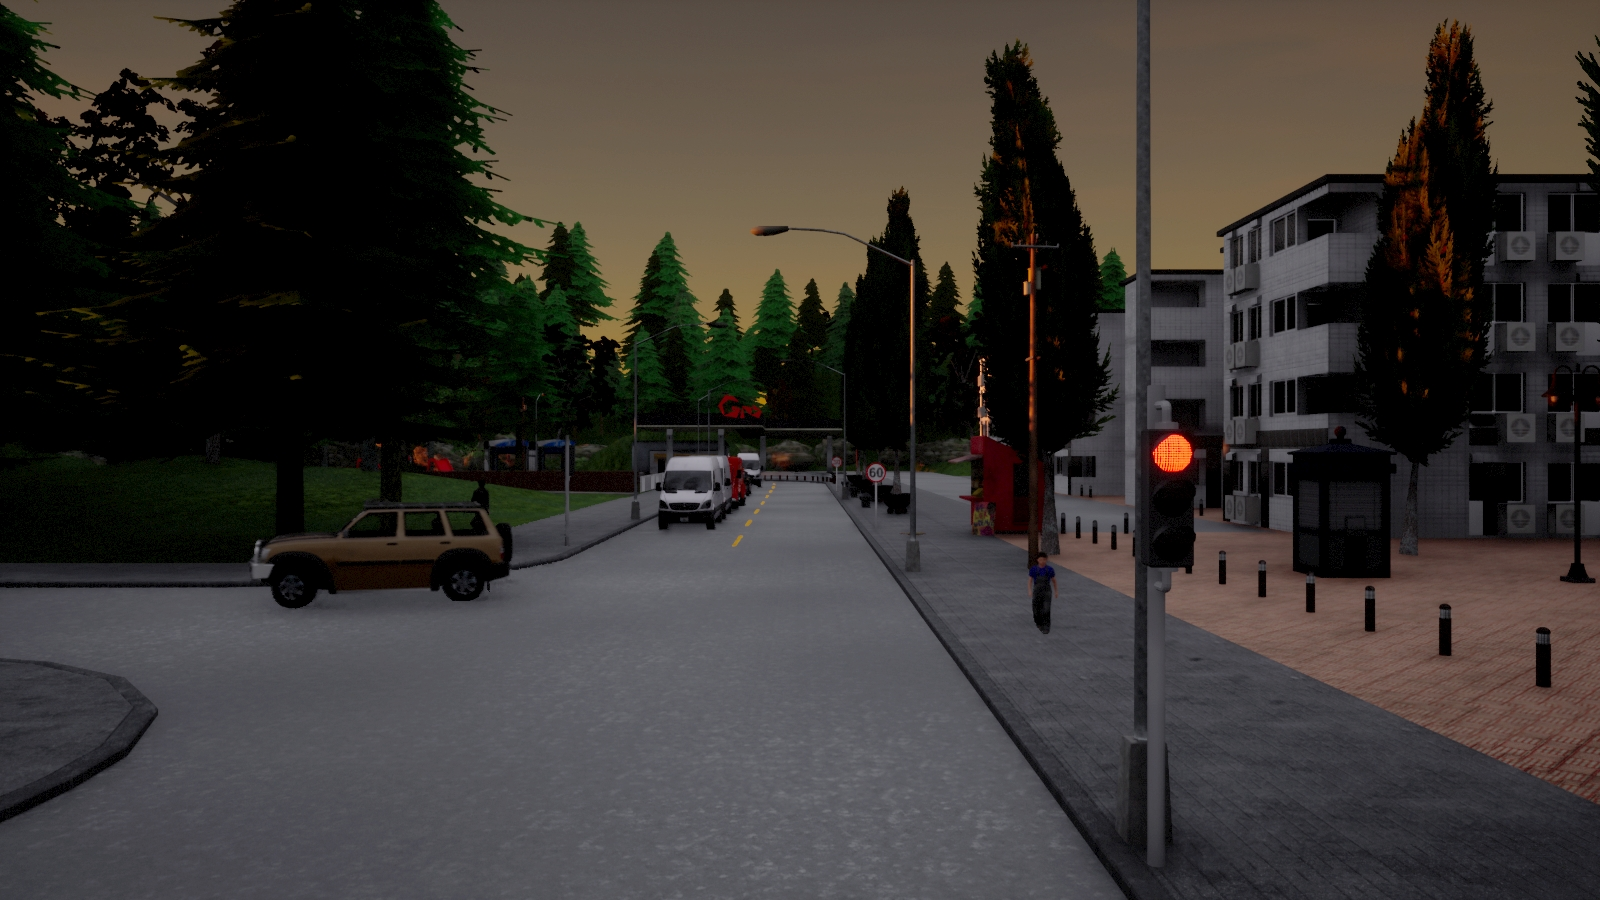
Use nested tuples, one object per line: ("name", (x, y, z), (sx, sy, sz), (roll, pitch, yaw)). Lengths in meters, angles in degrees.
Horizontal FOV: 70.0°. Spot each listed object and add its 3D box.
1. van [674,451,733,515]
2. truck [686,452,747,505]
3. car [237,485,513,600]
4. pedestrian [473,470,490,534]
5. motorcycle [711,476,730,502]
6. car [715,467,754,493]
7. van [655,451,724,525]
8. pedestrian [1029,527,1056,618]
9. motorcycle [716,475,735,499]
("van", (-4.007, 1.306, 48.327), (1.988, 2.561, 5.915), (0, 0, 0))
("truck", (-3.995, 1.339, 55.631), (2.627, 2.467, 5.204), (0, 0, 0))
("car", (-7.823, 1.641, 21.308), (4.605, 1.855, 1.932), (0, 0, -20))
("pedestrian", (-9.294, 1.520, 33.343), (0.375, 1.860, 0.375), (0, 0, 0))
("motorcycle", (-3.975, 1.953, 57.177), (0.856, 1.236, 1.805), (0, 0, 0))
("car", (-3.975, 1.816, 70.543), (2.128, 1.511, 4.902), (0, 0, 0))
("van", (-4.013, 1.307, 42.390), (1.988, 2.561, 5.915), (0, 0, 0))
("pedestrian", (3.588, 1.801, 16.900), (0.375, 1.300, 0.375), (0, 0, 14))
("motorcycle", (-3.988, 1.975, 61.268), (0.867, 1.251, 2.209), (0, 0, 0))
